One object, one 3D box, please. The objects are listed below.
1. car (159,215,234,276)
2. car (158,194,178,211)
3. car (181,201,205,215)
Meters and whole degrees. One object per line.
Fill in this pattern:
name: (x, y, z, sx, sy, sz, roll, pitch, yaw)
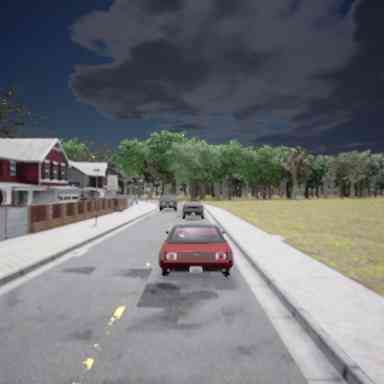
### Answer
car: (0.107, 1.621, 10.417, 1.895, 1.301, 4.718, 0, 0, 0)
car: (-2.903, 1.299, 41.528, 2.150, 2.045, 5.566, 0, 0, -1)
car: (0.107, 1.560, 30.367, 1.837, 1.490, 4.892, 0, 0, 0)
